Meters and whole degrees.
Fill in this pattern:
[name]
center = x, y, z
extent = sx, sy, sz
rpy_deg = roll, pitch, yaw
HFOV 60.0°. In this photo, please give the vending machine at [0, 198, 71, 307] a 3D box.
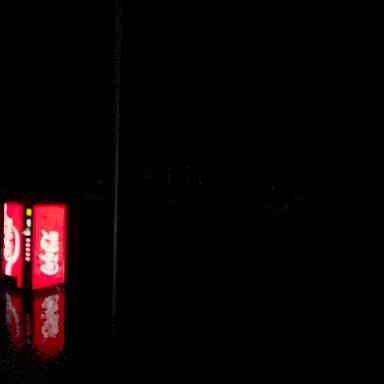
[vending machine]
center = -3.402, 1.205, 7.232
extent = 0.880, 2.100, 1.100
rpy_deg = 2, 1, 35
